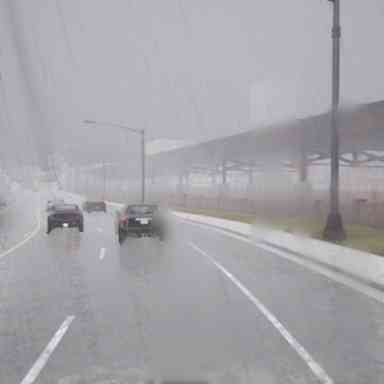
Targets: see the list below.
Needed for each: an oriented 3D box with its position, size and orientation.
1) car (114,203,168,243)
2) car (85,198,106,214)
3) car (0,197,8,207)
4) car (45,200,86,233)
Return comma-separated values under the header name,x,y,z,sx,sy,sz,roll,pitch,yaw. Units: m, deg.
name,x,y,z,sx,sy,sz,roll,pitch,yaw
car,-2.567,1.278,15.923,2.097,1.767,4.553,-1,0,-15
car,-10.212,1.362,34.687,1.882,1.535,5.008,-1,1,-24
car,-28.788,1.520,49.820,1.837,1.490,4.892,-1,0,-25
car,-7.449,1.444,19.528,1.837,1.490,4.892,0,0,-21
